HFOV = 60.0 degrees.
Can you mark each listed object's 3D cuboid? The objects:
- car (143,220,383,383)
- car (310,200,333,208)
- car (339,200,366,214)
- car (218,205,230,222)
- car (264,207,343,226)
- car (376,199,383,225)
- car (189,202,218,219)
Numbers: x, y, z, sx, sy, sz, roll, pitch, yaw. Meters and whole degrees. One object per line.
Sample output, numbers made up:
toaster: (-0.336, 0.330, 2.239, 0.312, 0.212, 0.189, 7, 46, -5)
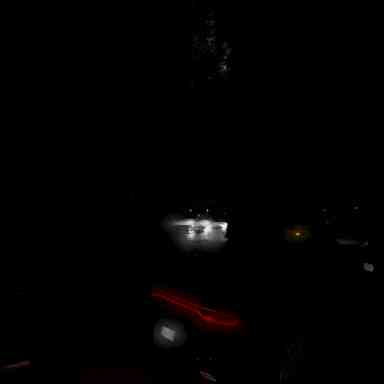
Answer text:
car: (1.617, 1.480, 5.426, 5.008, 1.535, 1.882, 0, 0, -40)
car: (13.269, 1.540, 34.142, 1.812, 1.442, 4.674, 0, 0, 14)
car: (17.235, 1.579, 35.821, 1.994, 1.385, 4.181, 0, 0, 13)
car: (3.767, 1.538, 26.482, 1.812, 1.442, 4.674, 0, 0, 20)
car: (4.244, 1.531, 13.165, 1.812, 1.442, 4.674, 0, 0, 39)
car: (12.362, 1.227, 19.715, 2.150, 2.045, 5.566, 0, 0, 25)
car: (1.202, 1.615, 29.680, 1.895, 1.301, 4.718, 0, 0, 16)
